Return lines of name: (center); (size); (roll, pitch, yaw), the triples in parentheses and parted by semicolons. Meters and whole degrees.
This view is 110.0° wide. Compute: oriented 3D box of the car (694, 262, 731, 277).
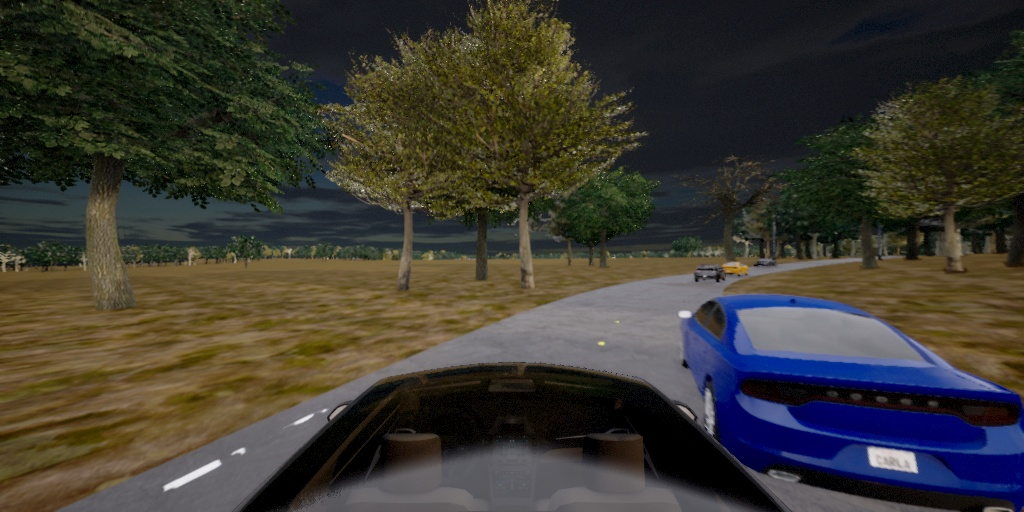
car: (16.871, 1.411, 30.527); (2.128, 1.511, 4.902); (-1, -1, 38)

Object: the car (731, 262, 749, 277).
car: (24.033, 1.356, 38.760); (1.882, 1.535, 5.008); (-1, 0, 45)

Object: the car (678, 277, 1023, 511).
car: (3.411, 1.238, 4.751); (1.882, 1.535, 5.008); (-1, -1, 20)
